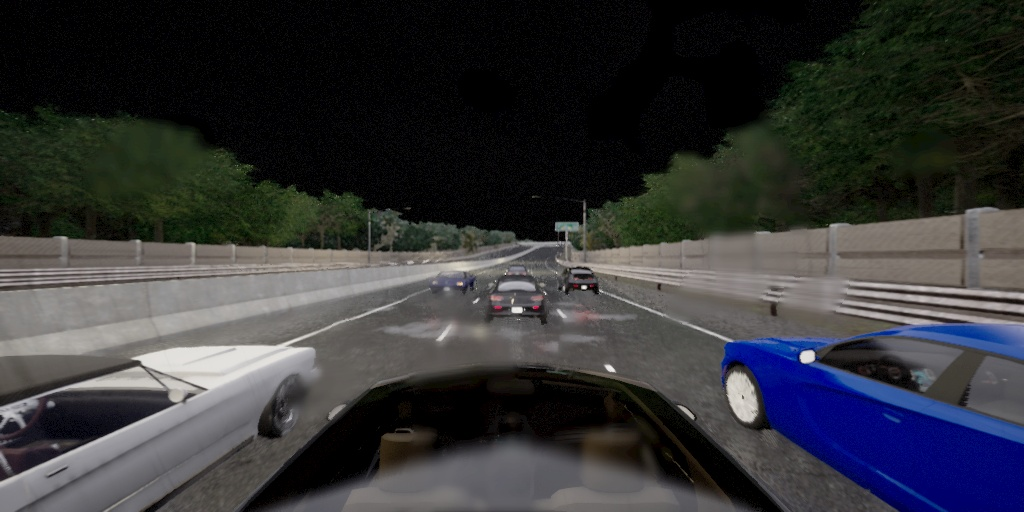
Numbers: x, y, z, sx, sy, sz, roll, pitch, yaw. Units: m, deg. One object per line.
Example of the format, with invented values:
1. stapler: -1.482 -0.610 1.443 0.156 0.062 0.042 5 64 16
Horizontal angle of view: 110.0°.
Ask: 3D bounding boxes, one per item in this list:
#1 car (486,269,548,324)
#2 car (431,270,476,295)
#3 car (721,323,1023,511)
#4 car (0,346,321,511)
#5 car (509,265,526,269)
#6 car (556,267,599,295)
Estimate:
1. car: 0.161 1.346 12.198 1.812 1.442 4.674 0 0 1
2. car: -3.233 1.480 20.759 1.895 1.301 4.718 0 0 1
3. car: 3.611 1.235 2.602 1.882 1.535 5.008 0 0 0
4. car: -3.392 1.354 2.485 1.895 1.301 4.718 0 0 0
5. car: 0.467 1.499 30.543 2.033 1.411 5.357 0 0 1
6. car: 3.775 1.390 21.005 1.837 1.490 4.892 0 0 1
